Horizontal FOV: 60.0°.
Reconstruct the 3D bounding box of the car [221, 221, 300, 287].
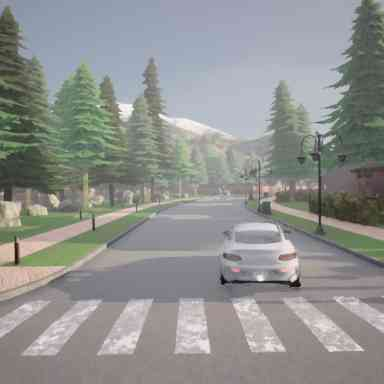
[{"bbox_3d":[1.828,1.531,9.293,1.812,1.442,4.674,-2,1,10],"label":"car"}]
